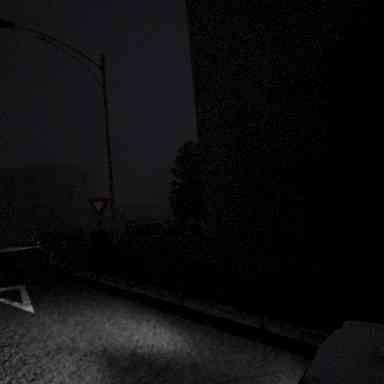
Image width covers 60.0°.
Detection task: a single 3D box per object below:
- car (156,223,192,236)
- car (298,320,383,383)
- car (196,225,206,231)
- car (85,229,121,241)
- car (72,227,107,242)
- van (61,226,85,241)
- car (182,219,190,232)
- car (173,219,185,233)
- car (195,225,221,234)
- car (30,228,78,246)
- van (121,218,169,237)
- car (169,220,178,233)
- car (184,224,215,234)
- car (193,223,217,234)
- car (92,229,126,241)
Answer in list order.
[{"bbox_3d":[-2.578,5.531,49.102,4.792,1.488,2.163,-6,-8,15],"label":"car"},{"bbox_3d":[2.990,1.617,1.768,4.718,1.301,1.895,1,0,34],"label":"car"},{"bbox_3d":[-0.127,6.368,57.076,5.366,1.575,1.946,-6,-8,15],"label":"car"},{"bbox_3d":[-11.675,5.698,45.046,2.033,1.411,5.357,-6,-7,15],"label":"car"},{"bbox_3d":[-15.197,6.308,49.356,4.553,1.767,2.185,-6,-8,15],"label":"car"},{"bbox_3d":[-16.837,5.659,44.073,4.442,1.987,1.878,-6,-7,15],"label":"van"},{"bbox_3d":[-3.346,4.956,46.463,5.566,2.045,2.435,-6,-8,15],"label":"car"},{"bbox_3d":[-4.034,4.915,43.805,5.008,1.535,2.097,-6,-8,15],"label":"car"},{"bbox_3d":[3.433,7.877,70.499,4.892,1.521,2.231,-6,-8,15],"label":"car"},{"bbox_3d":[-14.551,4.835,34.861,1.895,1.301,4.718,-6,-6,16],"label":"car"},{"bbox_3d":[-5.439,4.145,38.413,4.442,1.987,1.878,-6,-7,15],"label":"van"},{"bbox_3d":[-4.761,4.661,41.079,4.792,1.488,2.163,-6,-7,15],"label":"car"},{"bbox_3d":[1.371,6.962,62.426,5.366,1.575,1.946,-6,-8,15],"label":"car"},{"bbox_3d":[2.651,7.458,67.849,4.553,1.767,2.185,-6,-8,15],"label":"car"},{"bbox_3d":[-13.658,7.068,54.804,4.792,1.488,2.163,-6,-8,15],"label":"car"}]
